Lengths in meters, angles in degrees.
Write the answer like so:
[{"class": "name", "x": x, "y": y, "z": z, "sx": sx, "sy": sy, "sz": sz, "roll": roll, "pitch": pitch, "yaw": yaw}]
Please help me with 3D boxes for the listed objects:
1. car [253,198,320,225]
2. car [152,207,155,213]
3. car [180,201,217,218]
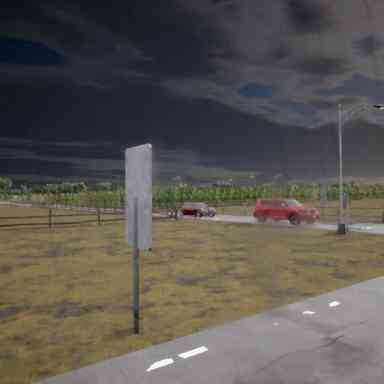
[{"class": "car", "x": 7.483, "y": 1.517, "z": 27.012, "sx": 2.150, "sy": 2.045, "sz": 5.566, "roll": 0, "pitch": -1, "yaw": -36}, {"class": "car", "x": -7.077, "y": 2.379, "z": 47.238, "sx": 1.895, "sy": 1.301, "sz": 4.718, "roll": 0, "pitch": -1, "yaw": -36}, {"class": "car", "x": 0.675, "y": 1.874, "z": 36.459, "sx": 2.097, "sy": 1.767, "sz": 4.553, "roll": 0, "pitch": -1, "yaw": -36}]
